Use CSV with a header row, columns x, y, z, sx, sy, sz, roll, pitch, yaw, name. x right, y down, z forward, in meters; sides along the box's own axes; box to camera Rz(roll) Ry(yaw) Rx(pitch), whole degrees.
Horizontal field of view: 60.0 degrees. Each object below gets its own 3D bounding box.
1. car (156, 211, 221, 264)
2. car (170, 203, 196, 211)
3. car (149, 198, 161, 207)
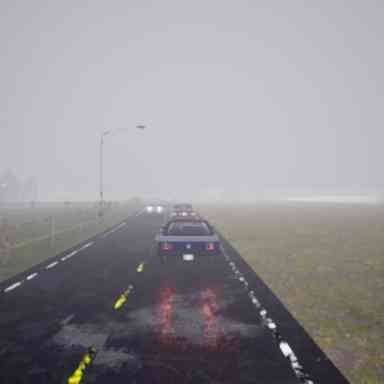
x,y,z,sx,sy,sz,roll,pitch,yaw,name
-0.135,1.579,11.731,1.895,1.301,4.718,0,0,-1,car
-0.665,1.513,24.760,2.033,1.411,5.357,0,0,-3,car
-5.629,1.556,50.952,1.895,1.301,4.718,0,0,-6,car
